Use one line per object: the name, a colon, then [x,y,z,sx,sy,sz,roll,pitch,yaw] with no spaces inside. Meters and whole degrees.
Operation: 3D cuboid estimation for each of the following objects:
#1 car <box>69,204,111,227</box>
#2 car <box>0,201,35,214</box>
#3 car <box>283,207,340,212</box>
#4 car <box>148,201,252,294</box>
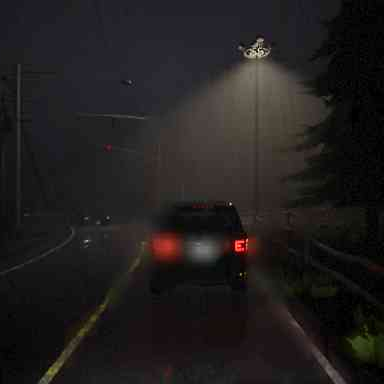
car: [-7.348,1.589,23.582,2.033,1.411,5.357,0,0,-31]
car: [-18.243,1.619,34.356,4.181,1.385,1.994,0,0,27]
car: [10.693,1.677,30.153,4.718,1.301,1.895,0,0,0]
car: [0.006,1.236,9.071,2.150,2.045,5.566,0,0,-5]
